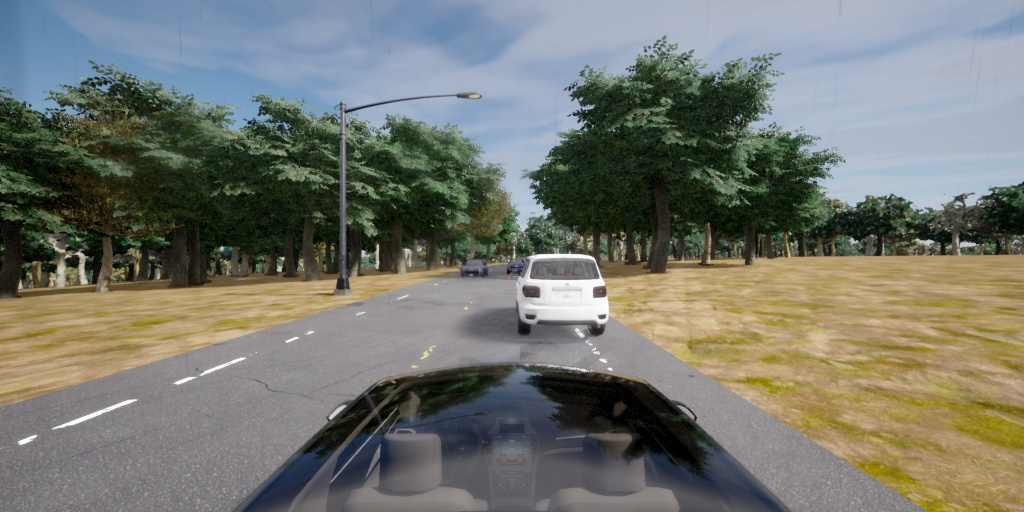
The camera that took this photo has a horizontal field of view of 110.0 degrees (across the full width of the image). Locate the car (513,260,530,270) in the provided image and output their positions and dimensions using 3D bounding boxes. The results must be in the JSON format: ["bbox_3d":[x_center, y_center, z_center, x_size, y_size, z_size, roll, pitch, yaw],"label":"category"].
[{"bbox_3d":[1.385,1.226,49.313,1.895,1.301,4.718,0,0,7],"label":"car"}]

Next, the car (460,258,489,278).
[{"bbox_3d":[-3.363,1.057,32.911,2.097,1.767,4.553,0,0,2],"label":"car"}]

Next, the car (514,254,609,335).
[{"bbox_3d":[1.226,0.972,10.648,2.150,2.045,5.566,0,0,0],"label":"car"}]

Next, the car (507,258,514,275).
[{"bbox_3d":[0.623,1.030,39.159,2.097,1.767,4.553,0,0,4],"label":"car"}]
